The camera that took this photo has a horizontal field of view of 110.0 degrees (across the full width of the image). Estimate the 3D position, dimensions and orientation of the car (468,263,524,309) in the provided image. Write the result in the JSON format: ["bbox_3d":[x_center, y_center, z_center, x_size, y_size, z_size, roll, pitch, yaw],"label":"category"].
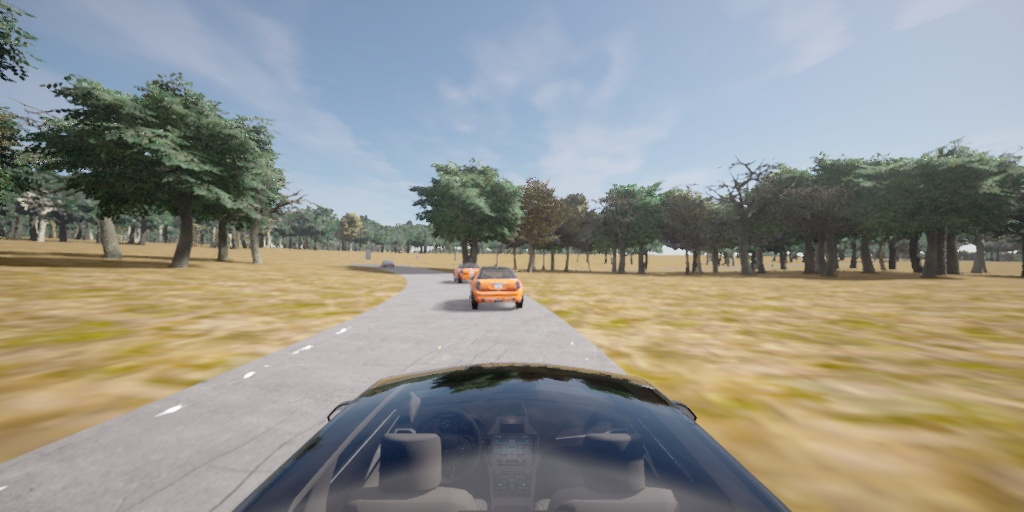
[{"bbox_3d":[-0.801,1.240,16.107,2.097,1.767,4.553,0,-1,-7],"label":"car"}]

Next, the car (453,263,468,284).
[{"bbox_3d":[-3.815,1.363,30.998,2.097,1.767,4.553,0,-1,-16],"label":"car"}]
